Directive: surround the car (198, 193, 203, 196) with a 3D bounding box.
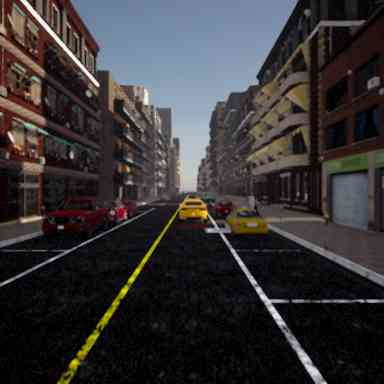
[{"bbox_3d":[0.089,1.191,41.675,1.882,1.535,5.008,0,0,0],"label":"car"}]

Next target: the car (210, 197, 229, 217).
[{"bbox_3d":[2.683,1.351,28.220,1.887,1.381,4.507,0,0,0],"label":"car"}]

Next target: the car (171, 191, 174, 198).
[{"bbox_3d":[-5.712,1.044,73.310,2.008,1.369,4.403,0,0,0],"label":"car"}]

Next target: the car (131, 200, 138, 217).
[{"bbox_3d":[-5.697,1.351,28.222,1.887,1.381,4.507,0,0,0],"label":"car"}]

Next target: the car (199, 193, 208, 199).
[{"bbox_3d":[2.667,1.020,78.944,1.947,1.339,4.313,0,0,0],"label":"car"}]

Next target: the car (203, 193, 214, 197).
[{"bbox_3d":[2.676,1.202,50.764,2.008,1.369,4.403,0,0,0],"label":"car"}]

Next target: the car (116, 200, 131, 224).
[{"bbox_3d":[-5.696,1.285,22.584,1.967,1.590,4.097,0,0,0],"label":"car"}]

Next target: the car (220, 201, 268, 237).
[{"bbox_3d":[2.686,1.408,17.117,1.752,1.417,4.829,0,0,0],"label":"car"}]

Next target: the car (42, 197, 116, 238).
[{"bbox_3d":[-5.693,1.199,16.947,2.192,1.841,5.009,0,0,0],"label":"car"}]

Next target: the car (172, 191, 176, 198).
[{"bbox_3d":[-5.715,0.959,84.582,1.887,1.381,4.507,0,0,0],"label":"car"}]

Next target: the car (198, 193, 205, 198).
[{"bbox_3d":[2.664,0.957,90.217,1.802,1.307,4.206,0,0,0],"label":"car"}]

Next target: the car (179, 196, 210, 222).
[{"bbox_3d":[0.094,1.310,24.414,1.882,1.535,5.008,0,0,0],"label":"car"}]

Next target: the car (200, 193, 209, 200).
[{"bbox_3d":[2.670,1.017,73.478,1.752,1.417,4.829,0,0,0],"label":"car"}]

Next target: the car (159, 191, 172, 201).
[{"bbox_3d":[-5.710,1.084,67.673,2.008,1.369,4.403,0,0,0],"label":"car"}]
